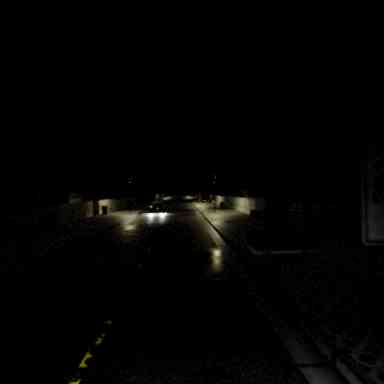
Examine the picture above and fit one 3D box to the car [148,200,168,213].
[{"bbox_3d":[-3.840,1.630,38.273,1.994,1.385,4.181,-1,0,-2],"label":"car"}]
